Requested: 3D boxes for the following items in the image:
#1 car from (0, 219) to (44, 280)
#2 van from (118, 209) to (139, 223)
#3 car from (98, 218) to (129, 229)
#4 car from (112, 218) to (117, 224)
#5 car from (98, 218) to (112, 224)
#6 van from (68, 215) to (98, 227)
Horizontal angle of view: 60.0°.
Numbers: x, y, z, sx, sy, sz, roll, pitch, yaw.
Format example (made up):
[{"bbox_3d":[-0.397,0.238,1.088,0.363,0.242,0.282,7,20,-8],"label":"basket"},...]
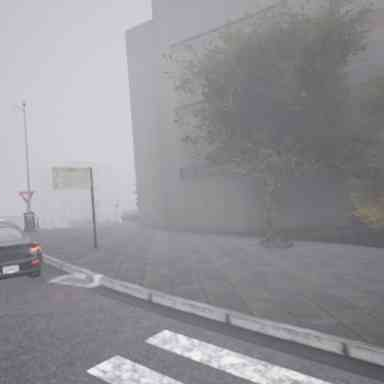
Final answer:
[{"bbox_3d":[-5.451,1.433,8.663,4.674,1.442,1.812,1,2,45],"label":"car"},{"bbox_3d":[-7.458,3.341,45.639,4.442,1.987,1.878,-6,-7,24],"label":"van"},{"bbox_3d":[-14.328,5.730,60.737,5.366,1.575,1.946,-6,-8,24],"label":"car"},{"bbox_3d":[-15.353,5.339,58.021,4.553,1.767,2.185,-6,-7,24],"label":"car"},{"bbox_3d":[-16.540,5.236,55.495,5.008,1.535,2.097,-6,-7,24],"label":"car"},{"bbox_3d":[-17.809,4.811,53.051,4.442,1.987,1.878,-6,-7,24],"label":"van"}]
